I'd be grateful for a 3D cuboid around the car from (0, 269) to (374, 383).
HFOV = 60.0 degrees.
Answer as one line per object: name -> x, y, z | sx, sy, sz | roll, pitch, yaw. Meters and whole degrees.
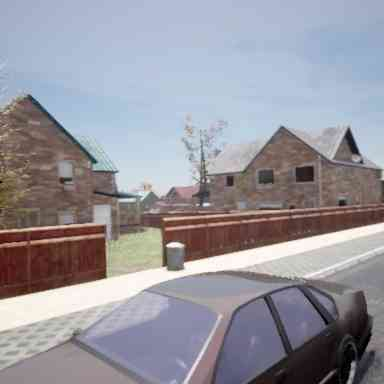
car -> 0.221, 1.654, 3.490 | 2.033, 1.411, 5.357 | -3, -2, 45
